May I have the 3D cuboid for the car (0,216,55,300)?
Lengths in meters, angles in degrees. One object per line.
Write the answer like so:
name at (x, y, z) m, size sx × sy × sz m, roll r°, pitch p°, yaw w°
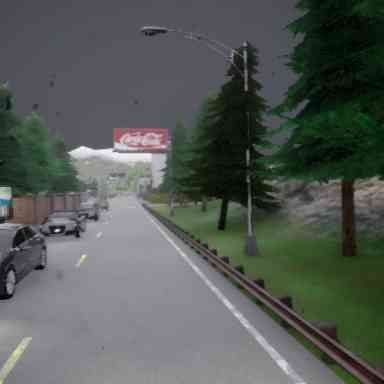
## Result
car at (-5.152, 1.640, 8.626) m, size 1.837 × 1.490 × 4.892 m, roll -2°, pitch 0°, yaw -11°

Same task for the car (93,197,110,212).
car at (-11.889, 1.776, 43.796) m, size 1.837 × 1.490 × 4.892 m, roll -2°, pitch 0°, yaw -11°

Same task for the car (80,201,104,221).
car at (-9.010, 1.780, 28.556) m, size 1.994 × 1.385 × 4.181 m, roll -2°, pitch 0°, yaw -10°

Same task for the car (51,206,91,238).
car at (-7.056, 1.739, 18.441) m, size 1.994 × 1.385 × 4.181 m, roll -2°, pitch 0°, yaw -11°
